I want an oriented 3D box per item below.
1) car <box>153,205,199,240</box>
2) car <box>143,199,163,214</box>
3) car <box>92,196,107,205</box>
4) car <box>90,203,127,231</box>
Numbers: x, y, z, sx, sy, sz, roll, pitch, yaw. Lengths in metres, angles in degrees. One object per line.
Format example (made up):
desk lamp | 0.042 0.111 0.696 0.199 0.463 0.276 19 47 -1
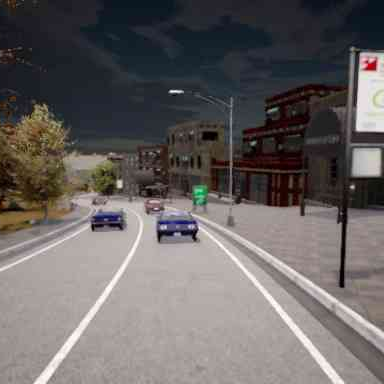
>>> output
car | -0.866 1.556 16.718 1.895 1.301 4.718 -1 0 -6
car | -3.995 1.456 34.506 1.812 1.442 4.674 -1 0 -13
car | -16.968 1.525 60.935 2.097 1.767 4.553 -3 1 -24
car | -5.091 1.600 20.655 1.895 1.301 4.718 -1 0 -8
